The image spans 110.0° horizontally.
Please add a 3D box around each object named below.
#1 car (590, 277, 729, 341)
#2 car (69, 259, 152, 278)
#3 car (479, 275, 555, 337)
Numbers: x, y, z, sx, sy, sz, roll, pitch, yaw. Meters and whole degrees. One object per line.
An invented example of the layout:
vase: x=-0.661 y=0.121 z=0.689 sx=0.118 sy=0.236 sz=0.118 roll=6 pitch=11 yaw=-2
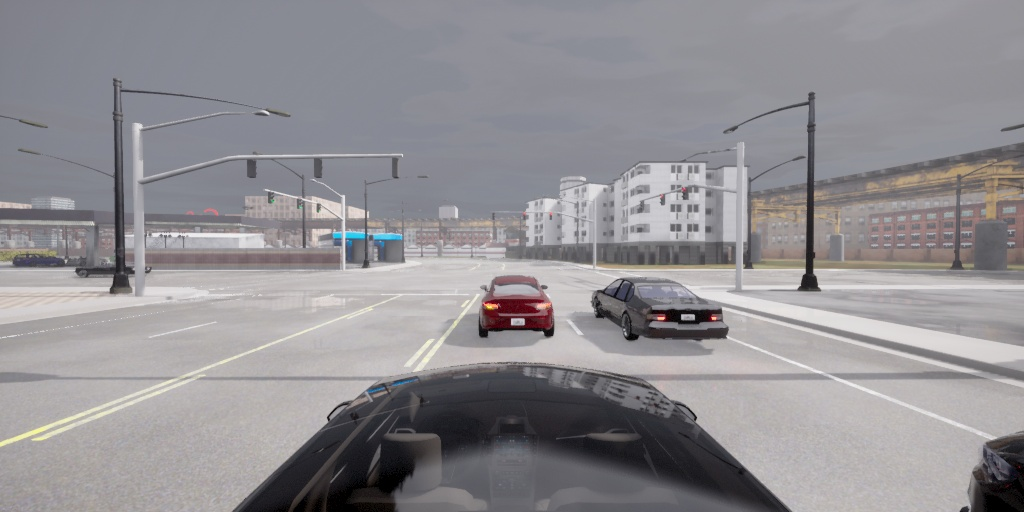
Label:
car: x=3.582 y=1.282 z=9.817 sx=2.033 sy=1.411 sz=5.357 roll=0 pitch=0 yaw=0
car: x=-33.673 y=1.134 z=30.297 sx=4.718 sy=1.301 sz=1.895 roll=0 pitch=1 yaw=-1
car: x=0.071 y=1.256 z=10.102 sx=1.812 sy=1.442 sz=4.674 roll=0 pitch=0 yaw=-1
